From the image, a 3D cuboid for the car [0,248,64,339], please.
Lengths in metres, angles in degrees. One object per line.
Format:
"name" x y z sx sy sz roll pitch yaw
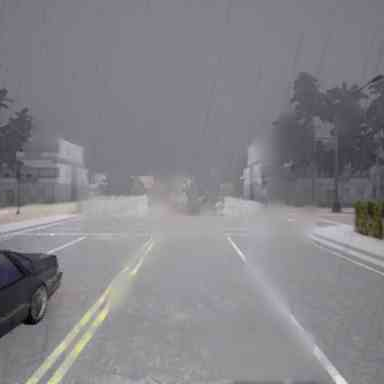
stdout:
"car" -3.521 1.536 4.397 2.033 1.411 5.357 0 0 1
